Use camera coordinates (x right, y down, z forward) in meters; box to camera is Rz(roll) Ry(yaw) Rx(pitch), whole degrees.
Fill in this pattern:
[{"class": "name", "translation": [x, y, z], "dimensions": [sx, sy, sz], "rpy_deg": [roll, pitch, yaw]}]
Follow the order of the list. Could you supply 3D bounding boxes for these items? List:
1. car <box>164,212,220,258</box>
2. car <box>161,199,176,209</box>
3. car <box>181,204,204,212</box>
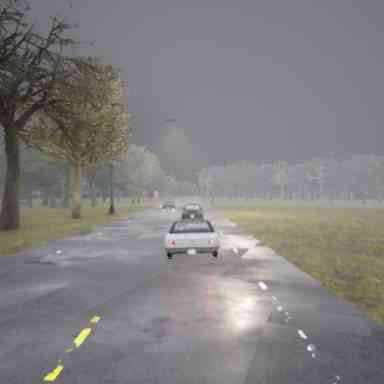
[{"class": "car", "translation": [0.010, 1.706, 13.213], "dimensions": [1.895, 1.301, 4.718], "rpy_deg": [-1, 0, 0]}, {"class": "car", "translation": [-3.501, 1.814, 50.197], "dimensions": [1.837, 1.490, 4.892], "rpy_deg": [0, 0, 0]}, {"class": "car", "translation": [0.051, 1.734, 28.825], "dimensions": [1.812, 1.442, 4.674], "rpy_deg": [0, 0, 0]}]
